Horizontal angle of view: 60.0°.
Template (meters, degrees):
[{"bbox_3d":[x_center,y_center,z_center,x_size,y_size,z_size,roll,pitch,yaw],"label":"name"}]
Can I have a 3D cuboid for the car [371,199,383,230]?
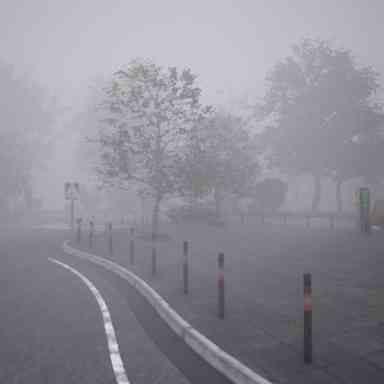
[{"bbox_3d":[13.929,1.451,20.131,2.150,2.045,5.566,1,-2,-41],"label":"car"}]

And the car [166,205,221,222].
[{"bbox_3d":[0.139,1.874,29.466,4.902,1.511,2.128,0,-1,-9],"label":"car"}]
